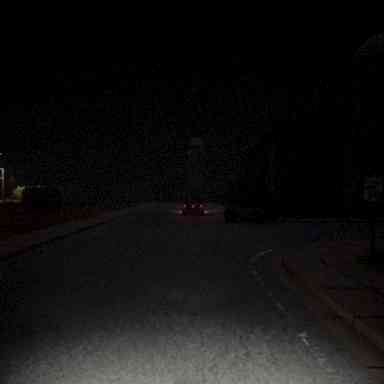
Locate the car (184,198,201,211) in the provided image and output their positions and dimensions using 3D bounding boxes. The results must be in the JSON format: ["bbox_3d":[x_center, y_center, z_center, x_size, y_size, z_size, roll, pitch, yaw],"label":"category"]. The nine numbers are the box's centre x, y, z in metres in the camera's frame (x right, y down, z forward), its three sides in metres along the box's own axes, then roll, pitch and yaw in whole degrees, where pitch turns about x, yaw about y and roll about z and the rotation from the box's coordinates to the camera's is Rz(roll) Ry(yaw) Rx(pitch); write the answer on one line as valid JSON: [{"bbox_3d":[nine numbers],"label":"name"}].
[{"bbox_3d":[0.104,1.583,43.650,2.033,1.411,5.357,0,0,0],"label":"car"}]

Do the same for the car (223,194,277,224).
[{"bbox_3d":[4.176,1.174,24.034,1.905,1.878,3.866,-8,3,-42],"label":"car"}]

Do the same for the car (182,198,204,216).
[{"bbox_3d":[0.100,1.379,33.519,2.097,1.767,4.553,0,0,0],"label":"car"}]
